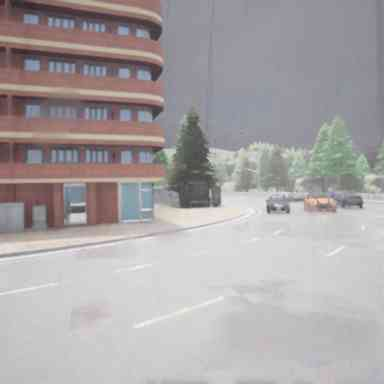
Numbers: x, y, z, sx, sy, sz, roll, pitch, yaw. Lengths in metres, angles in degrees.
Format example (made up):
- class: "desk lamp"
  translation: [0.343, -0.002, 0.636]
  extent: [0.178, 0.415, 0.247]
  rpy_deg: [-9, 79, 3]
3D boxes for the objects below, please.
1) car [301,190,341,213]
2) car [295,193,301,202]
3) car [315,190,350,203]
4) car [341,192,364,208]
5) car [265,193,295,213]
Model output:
- class: "car"
  translation: [10.860, 0.781, 28.298]
  extent: [2.097, 1.767, 4.553]
  rpy_deg: [-1, 1, 13]
- class: "car"
  translation: [14.302, 0.733, 46.464]
  extent: [1.895, 1.301, 4.718]
  rpy_deg: [-1, 1, -13]
- class: "car"
  translation: [18.371, 0.564, 43.684]
  extent: [1.882, 1.535, 5.008]
  rpy_deg: [-1, 1, -8]
- class: "car"
  translation: [15.201, 0.779, 32.839]
  extent: [2.128, 1.511, 4.902]
  rpy_deg: [-1, 1, 7]
- class: "car"
  translation: [7.432, 0.984, 28.777]
  extent: [2.128, 1.511, 4.902]
  rpy_deg: [-1, 1, 13]
